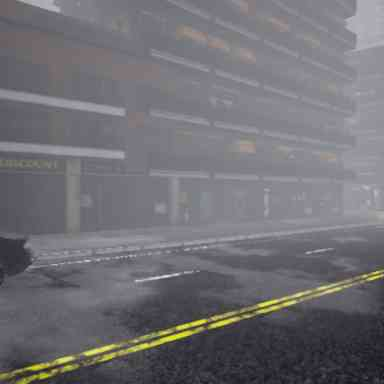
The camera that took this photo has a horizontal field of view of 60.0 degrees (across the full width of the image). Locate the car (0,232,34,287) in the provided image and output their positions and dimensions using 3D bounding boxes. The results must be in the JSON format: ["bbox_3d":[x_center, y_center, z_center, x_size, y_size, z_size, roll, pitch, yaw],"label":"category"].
[{"bbox_3d":[-6.158,1.495,7.283,4.902,1.511,2.128,1,0,-35],"label":"car"}]
